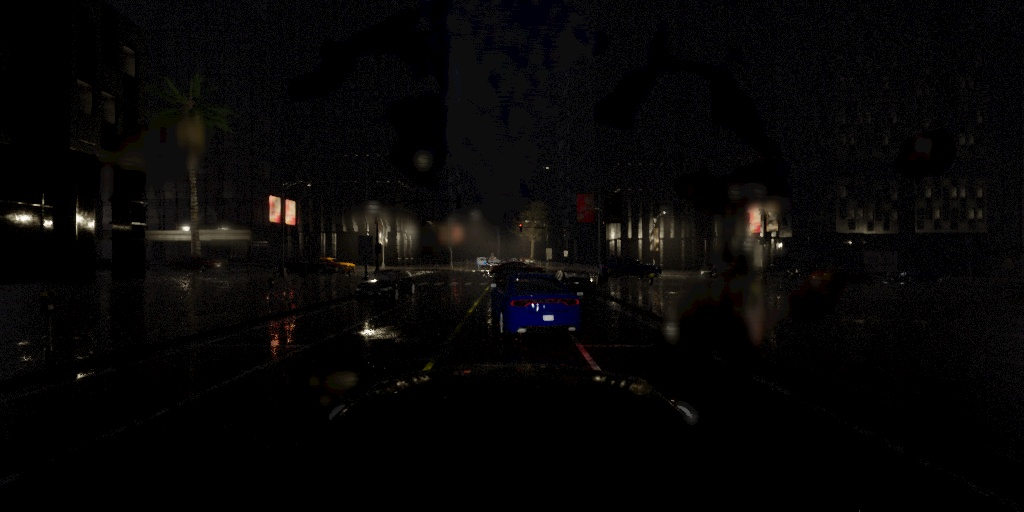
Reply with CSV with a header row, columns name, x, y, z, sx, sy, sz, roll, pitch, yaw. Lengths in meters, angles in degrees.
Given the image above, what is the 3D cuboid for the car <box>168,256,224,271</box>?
name,x,y,z,sx,sy,sz,roll,pitch,yaw
car,-31.324,0.752,35.548,4.674,1.442,1.812,1,0,0

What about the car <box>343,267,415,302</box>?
name,x,y,z,sx,sy,sz,roll,pitch,yaw
car,-5.768,1.302,16.737,2.007,1.370,4.403,0,0,0

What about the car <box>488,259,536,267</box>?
name,x,y,z,sx,sy,sz,roll,pitch,yaw
car,0.598,1.233,32.204,5.008,1.535,1.882,0,0,0

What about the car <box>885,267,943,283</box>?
name,x,y,z,sx,sy,sz,roll,pitch,yaw
car,43.369,1.951,38.738,4.553,1.767,2.097,1,0,1

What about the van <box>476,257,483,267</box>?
name,x,y,z,sx,sy,sz,roll,pitch,yaw
van,-5.546,1.109,64.505,1.690,1.789,3.998,0,0,0

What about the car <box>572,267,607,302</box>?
name,x,y,z,sx,sy,sz,roll,pitch,yaw
car,2.757,1.302,16.737,2.007,1.370,4.403,0,0,0

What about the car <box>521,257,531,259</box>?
name,x,y,z,sx,sy,sz,roll,pitch,yaw
car,2.931,1.316,58.920,2.007,1.370,4.403,0,0,0

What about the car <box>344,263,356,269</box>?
name,x,y,z,sx,sy,sz,roll,pitch,yaw
car,-18.096,0.935,35.511,5.008,1.535,1.882,1,0,0

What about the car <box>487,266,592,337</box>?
name,x,y,z,sx,sy,sz,roll,pitch,yaw
car,0.459,1.228,10.447,1.882,1.535,5.008,0,0,-8

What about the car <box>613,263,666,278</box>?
name,x,y,z,sx,sy,sz,roll,pitch,yaw
car,13.731,1.529,38.851,4.902,1.511,2.128,1,0,-1

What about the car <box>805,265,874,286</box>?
name,x,y,z,sx,sy,sz,roll,pitch,yaw
car,29.560,1.847,32.123,4.674,1.442,1.812,1,0,0

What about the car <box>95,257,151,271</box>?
name,x,y,z,sx,sy,sz,roll,pitch,yaw
car,-35.676,0.746,32.311,4.718,1.301,1.895,1,0,0

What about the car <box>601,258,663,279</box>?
name,x,y,z,sx,sy,sz,roll,pitch,yaw
car,11.534,1.216,35.429,5.566,2.045,2.150,1,0,0

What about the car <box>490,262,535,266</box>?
name,x,y,z,sx,sy,sz,roll,pitch,yaw
car,0.061,1.256,17.944,1.837,1.490,4.892,0,0,0

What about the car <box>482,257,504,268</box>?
name,x,y,z,sx,sy,sz,roll,pitch,yaw
car,-2.928,1.256,56.103,2.128,1.511,4.902,0,0,2

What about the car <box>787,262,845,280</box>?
name,x,y,z,sx,sy,sz,roll,pitch,yaw
car,33.073,1.624,38.801,5.566,2.045,2.150,1,0,0

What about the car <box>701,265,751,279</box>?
name,x,y,z,sx,sy,sz,roll,pitch,yaw
car,23.150,1.705,38.839,4.902,1.511,2.128,1,0,0

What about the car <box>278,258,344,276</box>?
name,x,y,z,sx,sy,sz,roll,pitch,yaw
car,-18.276,0.926,32.261,5.008,1.535,1.882,1,0,1
